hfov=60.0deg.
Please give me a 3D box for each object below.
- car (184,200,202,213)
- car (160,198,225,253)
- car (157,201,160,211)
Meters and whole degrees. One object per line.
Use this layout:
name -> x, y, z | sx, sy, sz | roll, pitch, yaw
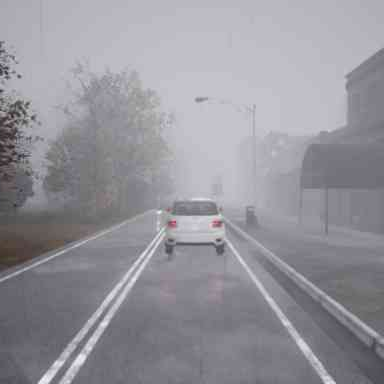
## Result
car -> 0.110, 1.636, 38.420 | 1.895, 1.301, 4.718 | 0, 0, 0
car -> 0.103, 1.236, 13.838 | 2.150, 2.045, 5.566 | 0, 0, 0
car -> -3.326, 1.542, 42.395 | 1.837, 1.490, 4.892 | 0, 0, 0
